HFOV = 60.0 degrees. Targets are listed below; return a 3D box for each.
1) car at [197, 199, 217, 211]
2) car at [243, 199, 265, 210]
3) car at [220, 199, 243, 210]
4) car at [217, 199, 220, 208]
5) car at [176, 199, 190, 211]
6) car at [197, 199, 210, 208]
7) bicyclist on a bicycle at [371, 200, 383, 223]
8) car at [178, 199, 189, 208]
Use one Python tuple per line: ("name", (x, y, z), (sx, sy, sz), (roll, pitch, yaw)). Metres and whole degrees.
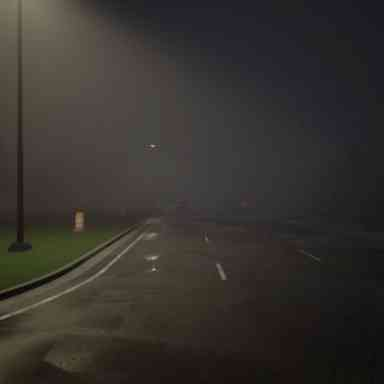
("car", (2.153, 1.993, 48.340), (1.895, 1.301, 4.718), (0, 0, 0))
("car", (9.152, 1.935, 48.457), (1.895, 1.301, 4.718), (0, 0, 0))
("car", (5.652, 1.911, 48.467), (2.033, 1.411, 5.357), (0, 0, 0))
("car", (5.466, 1.954, 58.450), (1.837, 1.490, 4.892), (0, 0, -1))
("car", (-1.347, 1.970, 48.373), (2.033, 1.411, 5.357), (0, 0, 0))
("car", (1.966, 1.956, 58.404), (1.882, 1.535, 5.008), (0, 0, -1))
("bicyclist on a bicycle", (13.496, 1.389, 23.525), (1.656, 1.620, 0.582), (-1, 0, -1))
("car", (-1.533, 2.013, 58.356), (1.837, 1.490, 4.892), (0, 0, -1))
